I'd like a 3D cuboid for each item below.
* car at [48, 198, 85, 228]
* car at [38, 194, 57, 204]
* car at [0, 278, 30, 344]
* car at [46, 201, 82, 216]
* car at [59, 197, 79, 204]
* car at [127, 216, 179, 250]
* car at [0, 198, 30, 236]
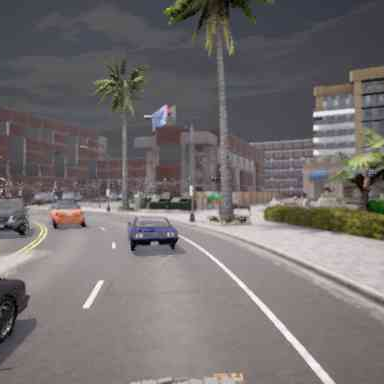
[{"bbox_3d":[-9.254,1.544,24.430,2.097,1.767,4.553,0,0,-27],"label":"car"},{"bbox_3d":[-30.939,1.819,68.504,4.553,1.767,2.185,0,0,24],"label":"car"},{"bbox_3d":[-3.640,1.588,3.379,2.033,1.411,5.357,0,0,-3],"label":"car"},{"bbox_3d":[-14.316,1.771,37.062,1.882,1.535,5.008,0,-1,-44],"label":"car"},{"bbox_3d":[-27.852,1.994,75.446,4.193,1.474,1.816,0,0,24],"label":"car"},{"bbox_3d":[-1.912,1.698,14.866,1.895,1.301,4.718,0,0,-13],"label":"car"},{"bbox_3d":[-10.722,1.392,19.319,2.150,2.045,5.566,0,-1,-23],"label":"car"}]
